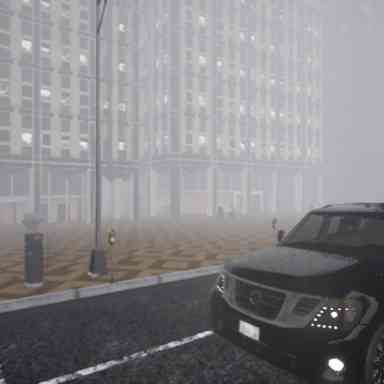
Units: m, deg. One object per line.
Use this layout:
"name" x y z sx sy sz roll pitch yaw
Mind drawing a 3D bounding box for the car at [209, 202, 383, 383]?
"car" 2.876 1.221 5.411 5.566 2.045 2.150 0 0 -36
